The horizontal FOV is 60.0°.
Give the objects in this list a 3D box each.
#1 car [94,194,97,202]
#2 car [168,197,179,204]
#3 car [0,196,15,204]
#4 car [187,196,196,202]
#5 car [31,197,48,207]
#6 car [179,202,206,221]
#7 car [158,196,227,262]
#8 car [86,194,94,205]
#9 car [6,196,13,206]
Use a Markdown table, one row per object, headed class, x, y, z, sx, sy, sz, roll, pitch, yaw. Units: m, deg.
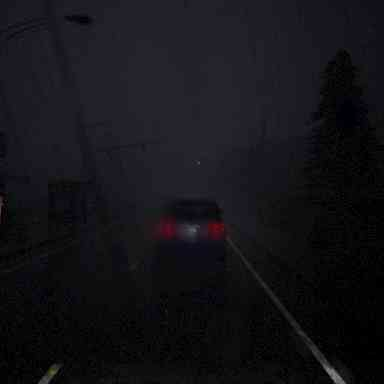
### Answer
| class | x | y | z | sx | sy | sz | roll | pitch | yaw |
| --- | --- | --- | --- | --- | --- | --- | --- | --- | --- |
| car | -22.652 | 1.353 | 75.079 | 1.905 | 1.878 | 3.866 | 0 | 0 | 0 |
| car | -3.545 | 1.635 | 64.030 | 1.994 | 1.385 | 4.181 | 0 | 0 | 1 |
| car | -38.373 | 1.565 | 67.874 | 2.007 | 1.523 | 4.514 | 0 | 0 | 0 |
| car | -0.025 | 1.494 | 74.074 | 1.895 | 1.301 | 4.718 | 0 | 0 | 0 |
| car | -22.583 | 1.480 | 50.151 | 1.970 | 1.475 | 3.806 | 0 | 0 | 0 |
| car | 0.033 | 1.608 | 28.482 | 2.128 | 1.511 | 4.902 | 0 | -2 | 0 |
| car | 0.028 | 1.237 | 12.347 | 2.150 | 2.045 | 5.566 | 0 | 0 | 1 |
| car | -18.942 | 1.554 | 57.211 | 2.007 | 1.523 | 4.514 | 0 | 0 | 0 |
| car | -29.000 | 1.401 | 49.808 | 2.152 | 1.636 | 5.027 | 0 | 0 | 0 |
